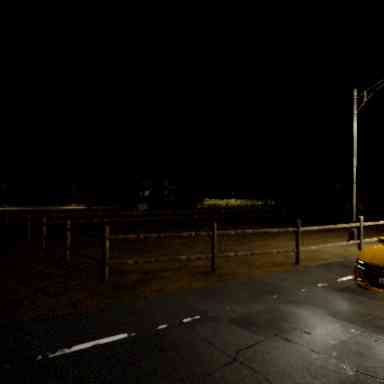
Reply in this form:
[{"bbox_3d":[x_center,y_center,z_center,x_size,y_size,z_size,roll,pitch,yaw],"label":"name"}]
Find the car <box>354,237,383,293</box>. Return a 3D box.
[{"bbox_3d":[5.990,1.580,8.228,5.008,1.535,1.882,1,0,-35],"label":"car"}]
